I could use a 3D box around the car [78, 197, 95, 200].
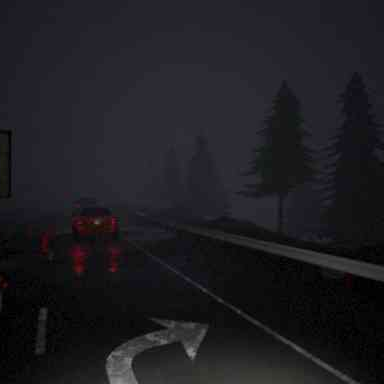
[{"bbox_3d":[-11.207,1.568,35.178,2.150,2.045,5.566,0,-1,-18],"label":"car"}]

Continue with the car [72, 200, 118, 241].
[{"bbox_3d":[-5.421,1.534,18.227,2.097,1.767,4.553,0,-1,-21],"label":"car"}]

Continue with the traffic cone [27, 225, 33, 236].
[{"bbox_3d":[-9.008,2.129,18.503,0.340,0.580,0.340,0,-1,-21],"label":"traffic cone"}]

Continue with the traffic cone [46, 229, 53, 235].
[{"bbox_3d":[-6.617,2.100,15.144,0.340,0.580,0.340,0,-1,-21],"label":"traffic cone"}]

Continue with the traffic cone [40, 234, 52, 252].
[{"bbox_3d":[-5.887,2.082,13.282,0.340,0.580,0.340,0,-1,-21],"label":"traffic cone"}]

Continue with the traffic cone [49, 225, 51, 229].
[{"bbox_3d":[-7.347,2.118,17.006,0.340,0.580,0.340,0,-1,-21],"label":"traffic cone"}]

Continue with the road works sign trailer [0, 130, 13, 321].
[{"bbox_3d":[-4.712,0.519,6.238,2.380,3.560,2.880,0,-1,-21],"label":"road works sign trailer"}]
